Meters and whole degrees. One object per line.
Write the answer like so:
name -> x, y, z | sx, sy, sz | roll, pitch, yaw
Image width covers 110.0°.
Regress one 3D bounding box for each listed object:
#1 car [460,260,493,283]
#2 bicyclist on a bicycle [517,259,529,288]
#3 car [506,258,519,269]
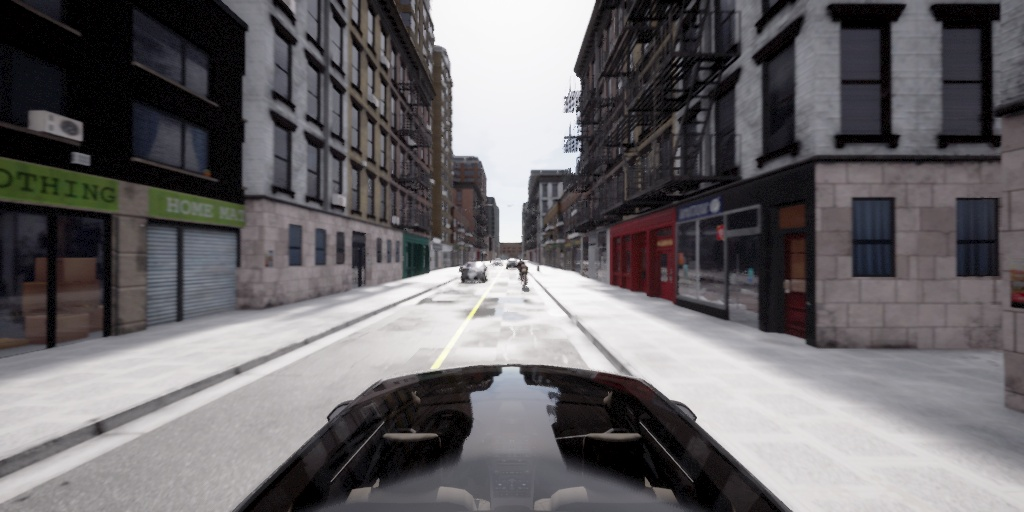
car -> -2.840, 1.213, 27.805 | 2.128, 1.511, 4.902 | 0, 0, 0
bicyclist on a bicycle -> 0.761, 1.182, 21.740 | 0.582, 1.620, 1.656 | 0, 0, 0
car -> 0.076, 1.281, 54.854 | 1.895, 1.301, 4.718 | 0, 0, 0
